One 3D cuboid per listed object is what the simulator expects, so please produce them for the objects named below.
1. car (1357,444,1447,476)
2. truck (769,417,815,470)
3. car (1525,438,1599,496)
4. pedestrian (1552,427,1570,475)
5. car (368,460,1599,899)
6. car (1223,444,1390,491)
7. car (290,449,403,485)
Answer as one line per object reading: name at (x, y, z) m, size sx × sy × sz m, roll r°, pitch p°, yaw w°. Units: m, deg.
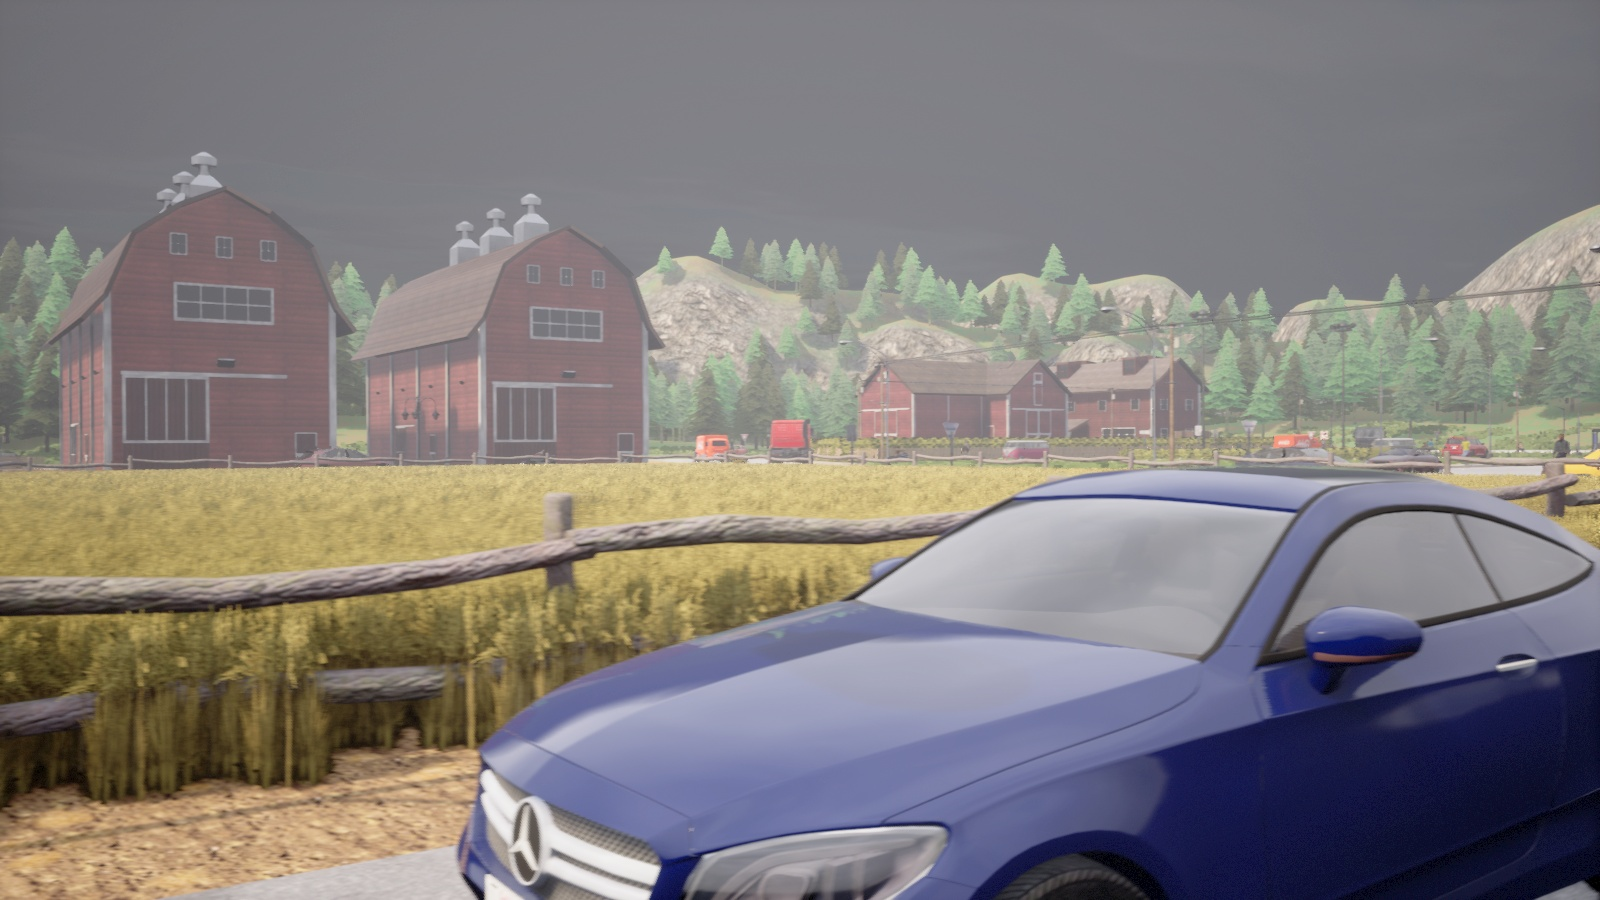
car at (28.092, 0.453, 58.565) m, size 4.181 × 1.385 × 1.994 m, roll -1°, pitch 0°, yaw -36°
truck at (-0.605, -0.449, 86.229) m, size 2.891 × 3.462 × 7.936 m, roll -1°, pitch 0°, yaw -2°
car at (22.795, 0.456, 33.827) m, size 1.801 × 1.575 × 5.366 m, roll -1°, pitch 0°, yaw -35°
pedestrian at (31.225, 0.035, 51.536) m, size 0.788 × 1.949 × 0.423 m, roll -1°, pitch 0°, yaw -43°
car at (1.251, 0.774, 4.042) m, size 4.674 × 1.442 × 1.812 m, roll 0°, pitch 0°, yaw -35°
car at (16.938, 0.549, 42.231) m, size 2.163 × 1.488 × 4.792 m, roll -1°, pitch 0°, yaw -35°
car at (-22.434, 0.813, 62.242) m, size 4.856 × 1.649 × 2.033 m, roll -1°, pitch 0°, yaw -38°
